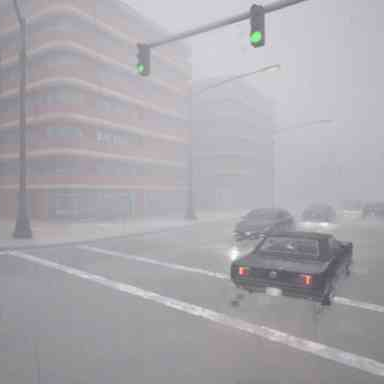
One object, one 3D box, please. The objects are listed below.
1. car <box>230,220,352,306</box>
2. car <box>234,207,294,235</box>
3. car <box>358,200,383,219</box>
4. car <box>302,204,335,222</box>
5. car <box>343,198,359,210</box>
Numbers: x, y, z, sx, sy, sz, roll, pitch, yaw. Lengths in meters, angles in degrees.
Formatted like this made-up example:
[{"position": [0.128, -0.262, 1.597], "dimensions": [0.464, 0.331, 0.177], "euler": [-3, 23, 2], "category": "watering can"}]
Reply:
[{"position": [2.761, 1.640, 8.284], "dimensions": [1.895, 1.301, 4.718], "euler": [0, 0, 32], "category": "car"}, {"position": [3.723, 1.567, 16.576], "dimensions": [1.837, 1.490, 4.892], "euler": [0, 0, 32], "category": "car"}, {"position": [16.882, 1.611, 30.727], "dimensions": [1.837, 1.490, 4.892], "euler": [0, -1, 32], "category": "car"}, {"position": [10.393, 1.647, 27.174], "dimensions": [1.994, 1.385, 4.181], "euler": [0, 0, 32], "category": "car"}, {"position": [21.851, 1.610, 45.258], "dimensions": [2.128, 1.511, 4.902], "euler": [0, 0, 33], "category": "car"}]
